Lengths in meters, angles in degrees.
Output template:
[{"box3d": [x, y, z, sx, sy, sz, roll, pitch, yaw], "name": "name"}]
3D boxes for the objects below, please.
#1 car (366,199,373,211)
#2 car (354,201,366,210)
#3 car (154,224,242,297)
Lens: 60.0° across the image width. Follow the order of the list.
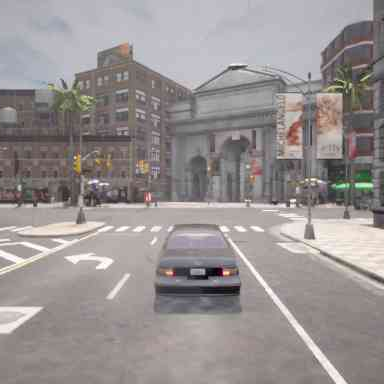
[{"box3d": [22.701, 1.525, 37.490, 4.674, 1.442, 1.812, 0, 0, 1], "name": "car"}, {"box3d": [22.274, 1.564, 40.989, 4.181, 1.385, 1.994, 0, 0, 0], "name": "car"}, {"box3d": [0.110, 1.547, 8.762, 2.033, 1.411, 5.357, 0, 0, 0], "name": "car"}]
